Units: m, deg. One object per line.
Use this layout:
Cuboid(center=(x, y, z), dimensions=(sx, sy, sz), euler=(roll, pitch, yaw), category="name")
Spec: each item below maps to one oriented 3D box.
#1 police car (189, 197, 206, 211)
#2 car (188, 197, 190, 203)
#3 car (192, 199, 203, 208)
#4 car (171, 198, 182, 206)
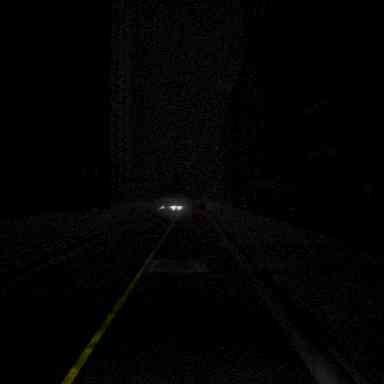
Cuboid(center=(0.902, 1.780, 46.473), dimensions=(1.930, 1.638, 5.238), euler=(0, 0, 0), category="police car")
Cuboid(center=(0.002, 1.986, 82.945), dimensions=(1.837, 1.490, 4.892), euler=(0, -1, 0), category="car")
Cuboid(center=(0.903, 1.935, 56.363), dimensions=(1.837, 1.490, 4.892), euler=(0, 0, 0), category="car")
Cuboid(center=(-3.011, 2.003, 65.729), dimensions=(2.128, 1.511, 4.902), euler=(0, 0, 0), category="car")
